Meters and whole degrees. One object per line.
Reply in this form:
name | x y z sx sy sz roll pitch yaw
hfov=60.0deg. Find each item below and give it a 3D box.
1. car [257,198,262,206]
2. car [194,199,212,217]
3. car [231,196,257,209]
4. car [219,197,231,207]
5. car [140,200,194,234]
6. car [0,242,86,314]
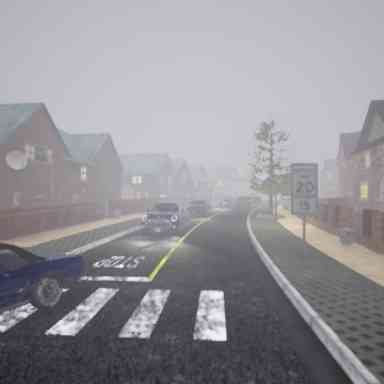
car | 10.054 1.389 53.563 1.837 1.490 4.892 0 0 22
car | 0.658 1.437 31.190 1.882 1.535 5.008 0 0 12
car | 6.933 1.269 44.052 2.097 1.767 4.553 0 0 18
car | 5.156 1.411 48.016 2.128 1.511 4.902 0 0 18
car | -1.416 1.333 19.014 2.097 1.767 4.553 0 0 8
car | -4.160 1.611 5.573 1.895 1.301 4.718 -2 0 27
